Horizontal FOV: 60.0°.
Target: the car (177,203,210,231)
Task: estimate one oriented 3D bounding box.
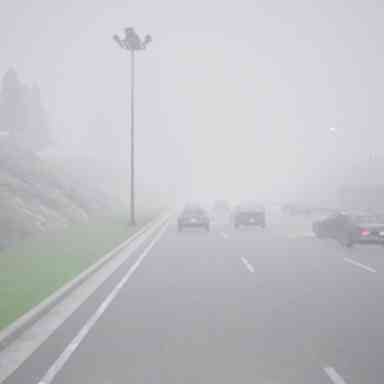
[{"bbox_3d":[0.097,1.628,21.372,1.994,1.385,4.181,0,0,0],"label":"car"}]

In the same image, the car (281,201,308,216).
[{"bbox_3d":[10.594,1.650,34.028,2.033,1.411,5.357,0,0,0],"label":"car"}]

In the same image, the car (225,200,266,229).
[{"bbox_3d":[3.598,1.545,22.304,1.882,1.535,5.008,0,0,0],"label":"car"}]

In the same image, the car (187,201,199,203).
[{"bbox_3d":[0.113,1.717,38.565,1.895,1.301,4.718,0,0,0],"label":"car"}]

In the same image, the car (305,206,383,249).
[{"bbox_3d":[7.098,1.592,14.870,2.033,1.411,5.357,0,0,0],"label":"car"}]

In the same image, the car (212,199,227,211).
[{"bbox_3d":[3.632,1.632,41.961,1.837,1.490,4.892,0,0,0],"label":"car"}]
